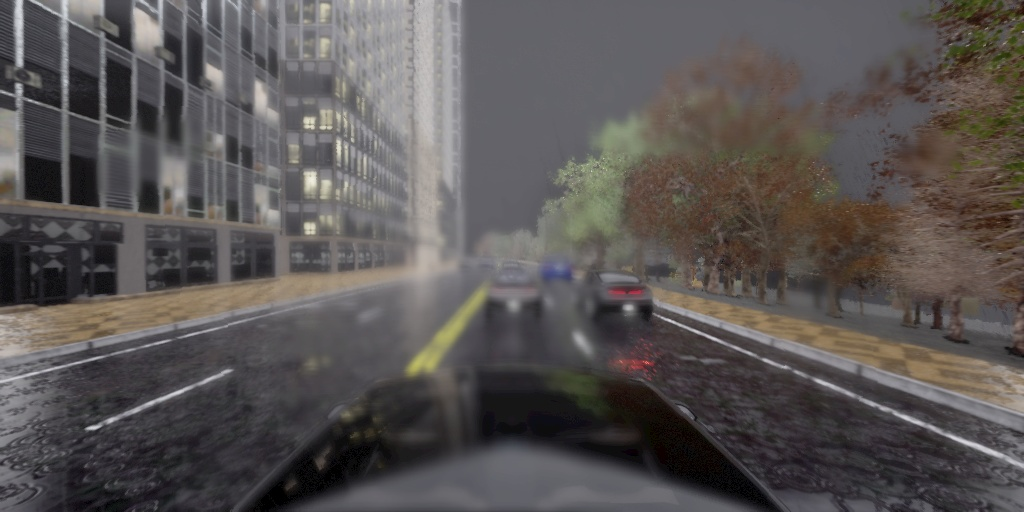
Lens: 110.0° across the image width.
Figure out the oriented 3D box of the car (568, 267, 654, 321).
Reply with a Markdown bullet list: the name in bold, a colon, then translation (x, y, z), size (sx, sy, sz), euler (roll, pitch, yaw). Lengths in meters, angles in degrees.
- **car**: translation (3.318, 1.257, 12.464), size (1.837, 1.490, 4.892), euler (0, -1, 0)

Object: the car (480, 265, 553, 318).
- **car**: translation (0.070, 1.247, 12.974), size (2.128, 1.511, 4.902), euler (0, 0, 0)

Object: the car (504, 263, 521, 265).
- **car**: translation (0.076, 1.263, 28.203), size (1.837, 1.490, 4.892), euler (0, 0, 0)

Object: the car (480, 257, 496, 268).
- **car**: translation (-3.398, 1.100, 50.690), size (2.097, 1.767, 4.553), euler (0, 0, 0)

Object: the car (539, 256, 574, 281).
- **car**: translation (3.319, 0.980, 27.080), size (2.150, 2.045, 5.566), euler (0, 0, 0)

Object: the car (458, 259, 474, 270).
- **car**: translation (-6.656, 1.255, 52.166), size (1.837, 1.490, 4.892), euler (0, 0, 0)
